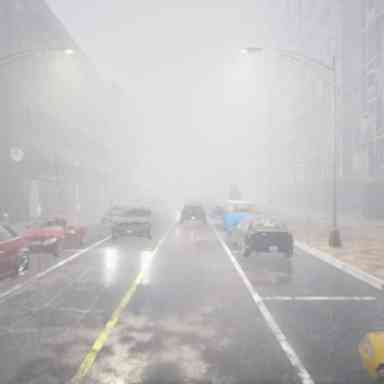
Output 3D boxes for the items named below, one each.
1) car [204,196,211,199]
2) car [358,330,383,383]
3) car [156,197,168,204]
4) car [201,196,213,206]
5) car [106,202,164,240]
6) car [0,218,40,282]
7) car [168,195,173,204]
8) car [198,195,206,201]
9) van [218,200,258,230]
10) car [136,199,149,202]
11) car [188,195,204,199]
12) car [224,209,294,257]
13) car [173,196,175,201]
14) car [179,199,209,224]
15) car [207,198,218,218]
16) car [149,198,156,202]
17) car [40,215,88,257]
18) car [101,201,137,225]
[{"bbox_3d":[2.570,1.542,46.770,1.752,1.417,4.829,1,0,0],"label":"car"},{"bbox_3d":[2.575,1.526,1.551,1.752,1.417,4.829,1,0,0],"label":"car"},{"bbox_3d":[-5.320,1.586,52.379,1.947,1.339,4.313,1,0,0],"label":"car"},{"bbox_3d":[2.570,1.463,57.904,1.967,1.590,4.097,1,0,0],"label":"car"},{"bbox_3d":[-2.756,1.484,17.200,1.882,1.535,5.008,0,0,0],"label":"car"},{"bbox_3d":[-5.304,1.442,7.207,1.967,1.590,4.097,1,0,0],"label":"car"},{"bbox_3d":[-5.285,1.577,63.673,2.008,1.369,4.403,1,0,0],"label":"car"},{"bbox_3d":[2.566,1.594,86.167,2.008,1.369,4.403,1,0,0],"label":"car"},{"bbox_3d":[2.576,1.346,18.338,1.690,1.788,3.998,1,0,0],"label":"van"},{"bbox_3d":[-5.308,1.534,29.623,1.752,1.417,4.829,1,0,0],"label":"car"},{"bbox_3d":[0.095,1.506,42.700,2.128,1.511,4.902,0,0,0],"label":"car"},{"bbox_3d":[2.574,1.554,12.685,2.008,1.369,4.403,1,0,0],"label":"car"},{"bbox_3d":[-5.281,1.568,86.089,1.752,1.417,4.829,1,0,0],"label":"car"},{"bbox_3d":[0.098,1.513,25.020,1.837,1.490,4.892,0,0,0],"label":"car"},{"bbox_3d":[2.572,1.554,29.643,1.887,1.381,4.507,1,0,0],"label":"car"},{"bbox_3d":[-5.307,1.451,35.440,1.967,1.590,4.097,1,0,0],"label":"car"},{"bbox_3d":[-5.307,1.585,12.854,1.802,1.307,4.206,1,0,0],"label":"car"},{"bbox_3d":[-5.308,1.589,24.147,1.802,1.307,4.206,1,0,0],"label":"car"}]
